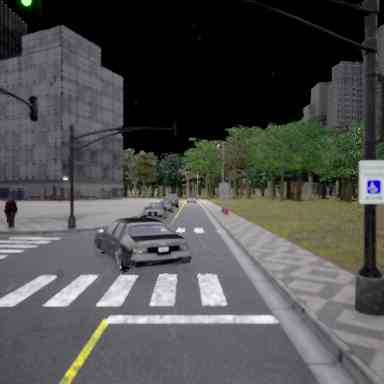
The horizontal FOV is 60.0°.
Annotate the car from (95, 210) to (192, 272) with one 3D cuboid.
[{"bbox_3d":[-1.868,1.571,11.068,2.033,1.411,5.357,0,0,-26],"label":"car"}]

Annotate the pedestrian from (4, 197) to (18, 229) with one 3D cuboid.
[{"bbox_3d":[-10.083,1.117,18.567,0.375,1.860,0.375,0,0,1],"label":"pedestrian"}]

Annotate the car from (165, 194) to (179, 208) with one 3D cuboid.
[{"bbox_3d":[-3.039,1.296,48.782,2.150,2.045,5.566,0,0,0],"label":"car"}]

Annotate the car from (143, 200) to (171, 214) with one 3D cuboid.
[{"bbox_3d":[-3.097,1.612,28.159,1.994,1.385,4.181,0,0,0],"label":"car"}]

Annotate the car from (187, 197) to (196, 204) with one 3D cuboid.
[{"bbox_3d":[-0.093,1.691,67.688,1.895,1.301,4.718,0,0,0],"label":"car"}]

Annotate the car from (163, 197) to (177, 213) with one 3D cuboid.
[{"bbox_3d":[-3.082,1.626,38.075,1.994,1.385,4.181,0,0,0],"label":"car"}]
